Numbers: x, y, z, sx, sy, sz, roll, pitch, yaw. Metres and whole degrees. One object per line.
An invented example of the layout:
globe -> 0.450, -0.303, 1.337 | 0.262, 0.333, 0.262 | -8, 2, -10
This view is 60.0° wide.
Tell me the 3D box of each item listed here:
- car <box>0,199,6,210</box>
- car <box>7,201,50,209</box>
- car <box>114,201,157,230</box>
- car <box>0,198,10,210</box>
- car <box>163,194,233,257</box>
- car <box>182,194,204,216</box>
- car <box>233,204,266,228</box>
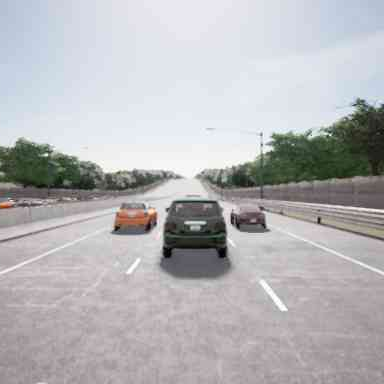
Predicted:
car -> -17.597, 1.535, 27.027 | 1.812, 1.442, 4.674 | 0, 0, 0
car -> -14.101, 1.621, 29.869 | 1.895, 1.301, 4.718 | 0, 0, 0
car -> -3.398, 1.346, 20.899 | 2.097, 1.767, 4.553 | 0, 0, 0
car -> -21.082, 1.396, 35.496 | 2.097, 1.767, 4.553 | 0, 0, 0
car -> 0.101, 1.207, 13.020 | 2.150, 2.045, 5.566 | 0, 0, 0
car -> 0.102, 1.260, 34.481 | 2.150, 2.045, 5.566 | 0, 0, 0
car -> 3.601, 1.522, 21.795 | 1.812, 1.442, 4.674 | 0, 0, 0
